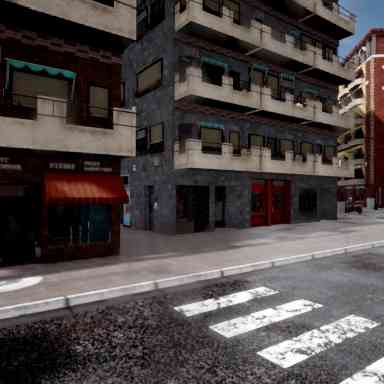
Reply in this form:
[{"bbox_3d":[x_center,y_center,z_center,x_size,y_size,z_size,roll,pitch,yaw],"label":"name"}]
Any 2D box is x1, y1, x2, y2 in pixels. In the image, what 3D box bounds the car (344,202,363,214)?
[{"bbox_3d":[17.813,1.790,38.249,1.895,1.301,4.718,0,0,5],"label":"car"}]
